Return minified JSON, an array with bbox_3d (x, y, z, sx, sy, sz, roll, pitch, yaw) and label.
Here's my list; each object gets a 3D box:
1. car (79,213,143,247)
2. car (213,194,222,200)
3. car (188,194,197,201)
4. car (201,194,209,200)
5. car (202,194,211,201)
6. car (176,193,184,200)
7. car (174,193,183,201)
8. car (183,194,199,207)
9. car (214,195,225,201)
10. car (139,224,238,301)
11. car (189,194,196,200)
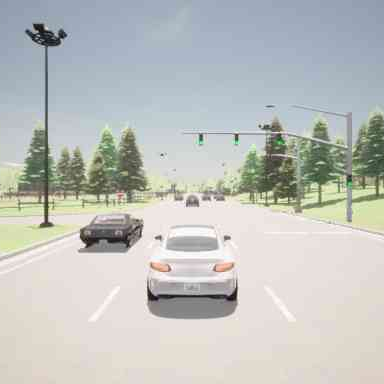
[{"bbox_3d":[-3.377,1.601,14.940,1.895,1.301,4.718,0,0,0],"label":"car"},{"bbox_3d":[7.140,1.385,93.135,1.994,1.385,4.181,0,0,0],"label":"car"},{"bbox_3d":[0.125,1.347,83.112,2.097,1.767,4.553,0,0,0],"label":"car"},{"bbox_3d":[3.640,1.372,93.140,2.033,1.411,5.357,0,0,0],"label":"car"},{"bbox_3d":[3.625,1.347,83.107,2.097,1.767,4.553,0,0,0],"label":"car"},{"bbox_3d":[-3.360,1.187,93.121,2.097,1.767,4.553,0,0,0],"label":"car"},{"bbox_3d":[-3.375,1.544,83.114,1.994,1.385,4.181,0,0,0],"label":"car"},{"bbox_3d":[0.078,1.352,52.083,2.097,1.767,4.553,0,0,0],"label":"car"},{"bbox_3d":[7.124,1.517,82.715,2.128,1.511,4.902,0,0,0],"label":"car"},{"bbox_3d":[0.019,1.526,8.210,1.812,1.442,4.674,0,0,0],"label":"car"},{"bbox_3d":[0.140,1.332,93.146,1.837,1.490,4.892,0,0,0],"label":"car"}]
